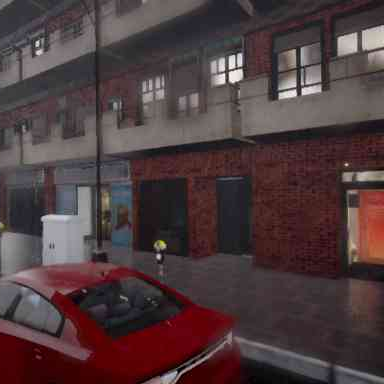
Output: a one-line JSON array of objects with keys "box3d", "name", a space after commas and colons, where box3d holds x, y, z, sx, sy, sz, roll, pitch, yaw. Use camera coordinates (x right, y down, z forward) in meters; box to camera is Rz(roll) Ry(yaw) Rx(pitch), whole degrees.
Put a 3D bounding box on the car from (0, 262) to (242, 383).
[{"box3d": [-1.608, 1.543, 4.039, 4.507, 1.381, 1.887, 0, -1, 36], "name": "car"}]
